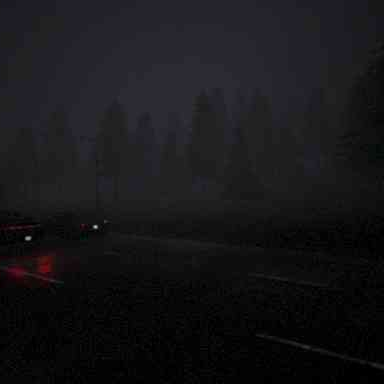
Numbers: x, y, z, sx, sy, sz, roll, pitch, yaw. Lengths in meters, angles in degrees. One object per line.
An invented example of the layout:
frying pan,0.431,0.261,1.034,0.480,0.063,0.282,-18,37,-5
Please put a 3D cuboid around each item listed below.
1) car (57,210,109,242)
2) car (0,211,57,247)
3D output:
car,-6.215,1.635,16.992,4.181,1.385,1.994,0,0,36
car,-8.224,1.562,14.126,4.902,1.511,2.128,0,0,36
